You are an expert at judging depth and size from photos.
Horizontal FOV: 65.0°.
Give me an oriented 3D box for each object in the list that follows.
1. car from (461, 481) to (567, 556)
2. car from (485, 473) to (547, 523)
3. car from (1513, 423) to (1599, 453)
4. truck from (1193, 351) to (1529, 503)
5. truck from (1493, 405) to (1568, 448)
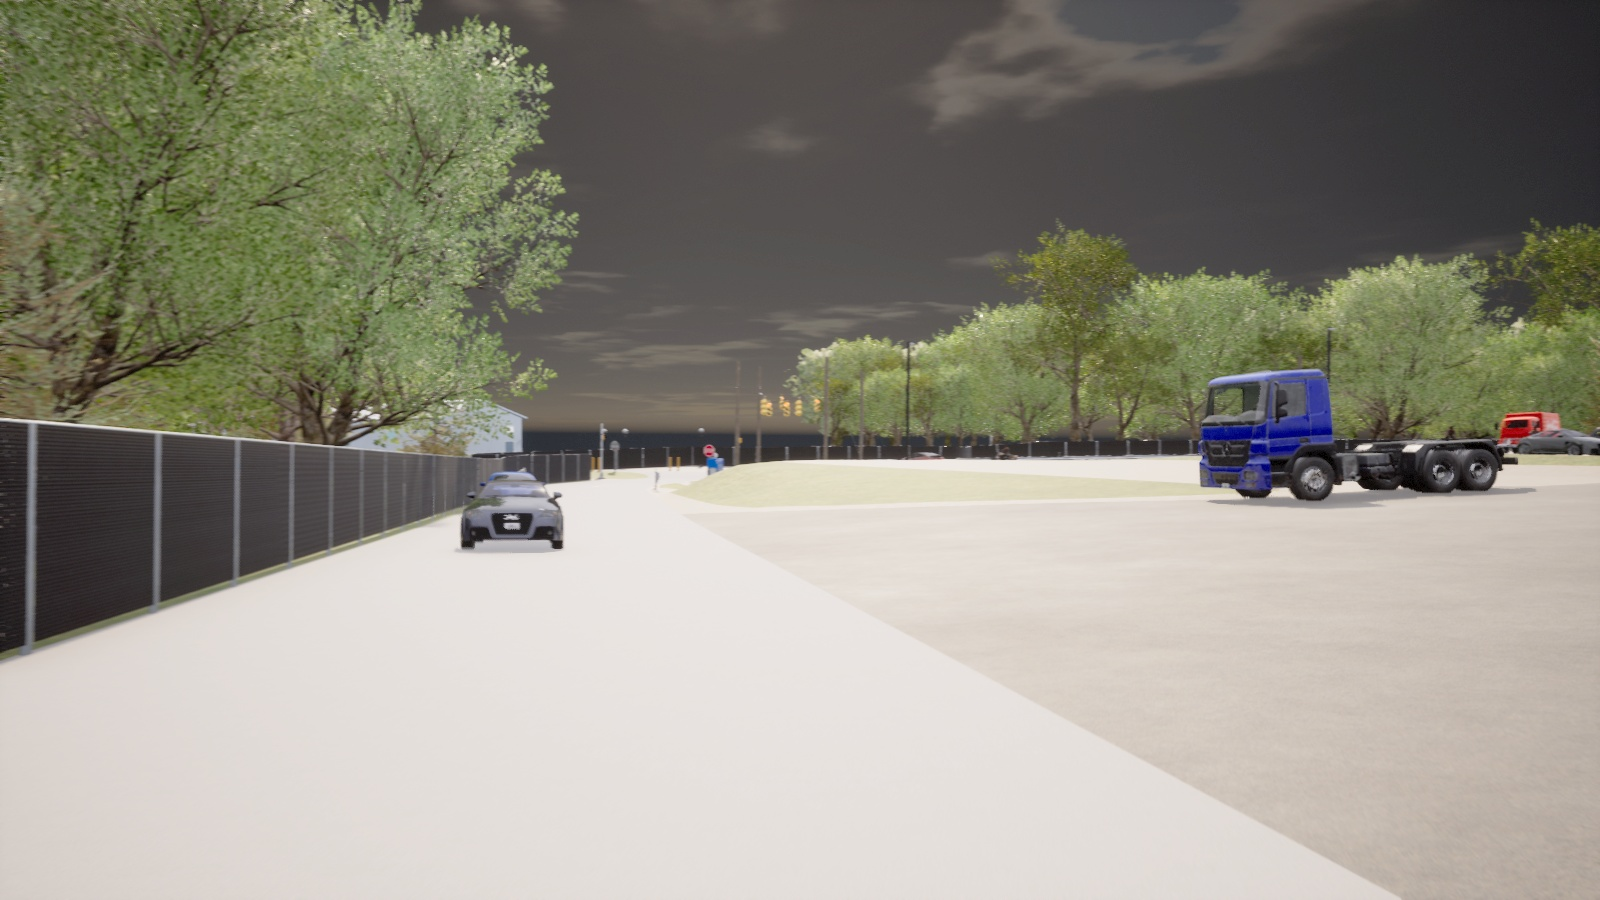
[{"bbox_3d":[-5.876,1.360,26.124,1.994,1.385,4.181,0,-1,-11],"label":"car"},{"bbox_3d":[-9.518,1.540,41.832,1.882,1.535,5.008,0,-1,-14],"label":"car"},{"bbox_3d":[36.973,-0.594,60.581,1.994,1.385,4.181,0,1,-21],"label":"car"},{"bbox_3d":[14.900,-0.641,33.462,7.936,3.462,2.891,-3,1,-14],"label":"truck"},{"bbox_3d":[45.236,-1.422,77.710,5.204,2.467,2.627,0,-2,-44],"label":"truck"}]
